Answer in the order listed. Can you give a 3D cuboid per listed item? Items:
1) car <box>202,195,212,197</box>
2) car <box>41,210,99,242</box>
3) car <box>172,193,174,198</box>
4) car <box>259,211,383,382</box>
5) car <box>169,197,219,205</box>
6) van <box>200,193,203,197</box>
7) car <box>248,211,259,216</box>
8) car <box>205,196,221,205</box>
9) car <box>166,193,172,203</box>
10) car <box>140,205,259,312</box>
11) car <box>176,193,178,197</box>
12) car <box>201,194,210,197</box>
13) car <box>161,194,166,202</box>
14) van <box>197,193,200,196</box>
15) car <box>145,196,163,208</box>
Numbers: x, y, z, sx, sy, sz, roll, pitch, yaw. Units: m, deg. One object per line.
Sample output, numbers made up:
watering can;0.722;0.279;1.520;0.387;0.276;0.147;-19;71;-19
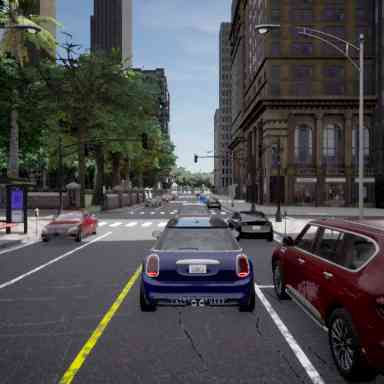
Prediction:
car;2.724;1.544;48.090;1.947;1.339;4.313;0;0;0
car;-5.778;1.578;16.245;1.802;1.307;4.206;0;0;0
car;-5.822;1.264;75.205;2.192;1.841;5.009;0;0;0
car;2.754;1.314;5.382;2.192;1.841;5.009;0;0;0
car;0.088;1.348;17.414;2.097;1.767;4.553;0;0;0
van;2.716;1.309;58.931;1.690;1.788;3.998;0;0;0
car;2.747;1.562;16.233;1.947;1.339;4.313;0;0;0
car;2.728;1.548;42.670;1.947;1.339;4.313;0;0;0
car;-5.817;1.396;69.785;1.967;1.590;4.097;0;0;0
car;0.097;1.351;7.880;2.097;1.767;4.553;0;0;0
car;-5.833;1.239;91.466;2.192;1.841;5.009;0;0;0
car;2.720;1.499;53.680;1.752;1.417;4.829;0;0;0
car;-5.806;1.413;53.524;1.967;1.590;4.097;0;0;0
van;2.700;1.282;80.612;1.690;1.788;3.998;0;0;0
car;-5.801;1.528;48.104;2.008;1.369;4.403;0;0;0
